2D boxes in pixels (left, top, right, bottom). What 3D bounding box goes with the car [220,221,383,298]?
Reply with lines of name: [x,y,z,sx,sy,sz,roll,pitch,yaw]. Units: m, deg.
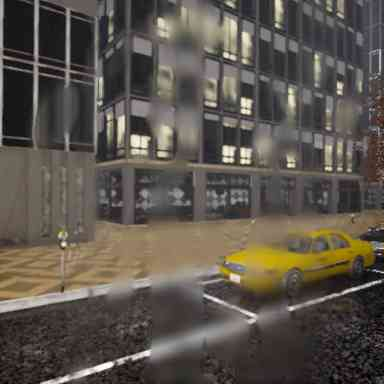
car: [2.900,1.564,8.624,4.829,1.417,1.752,0,0,-35]
